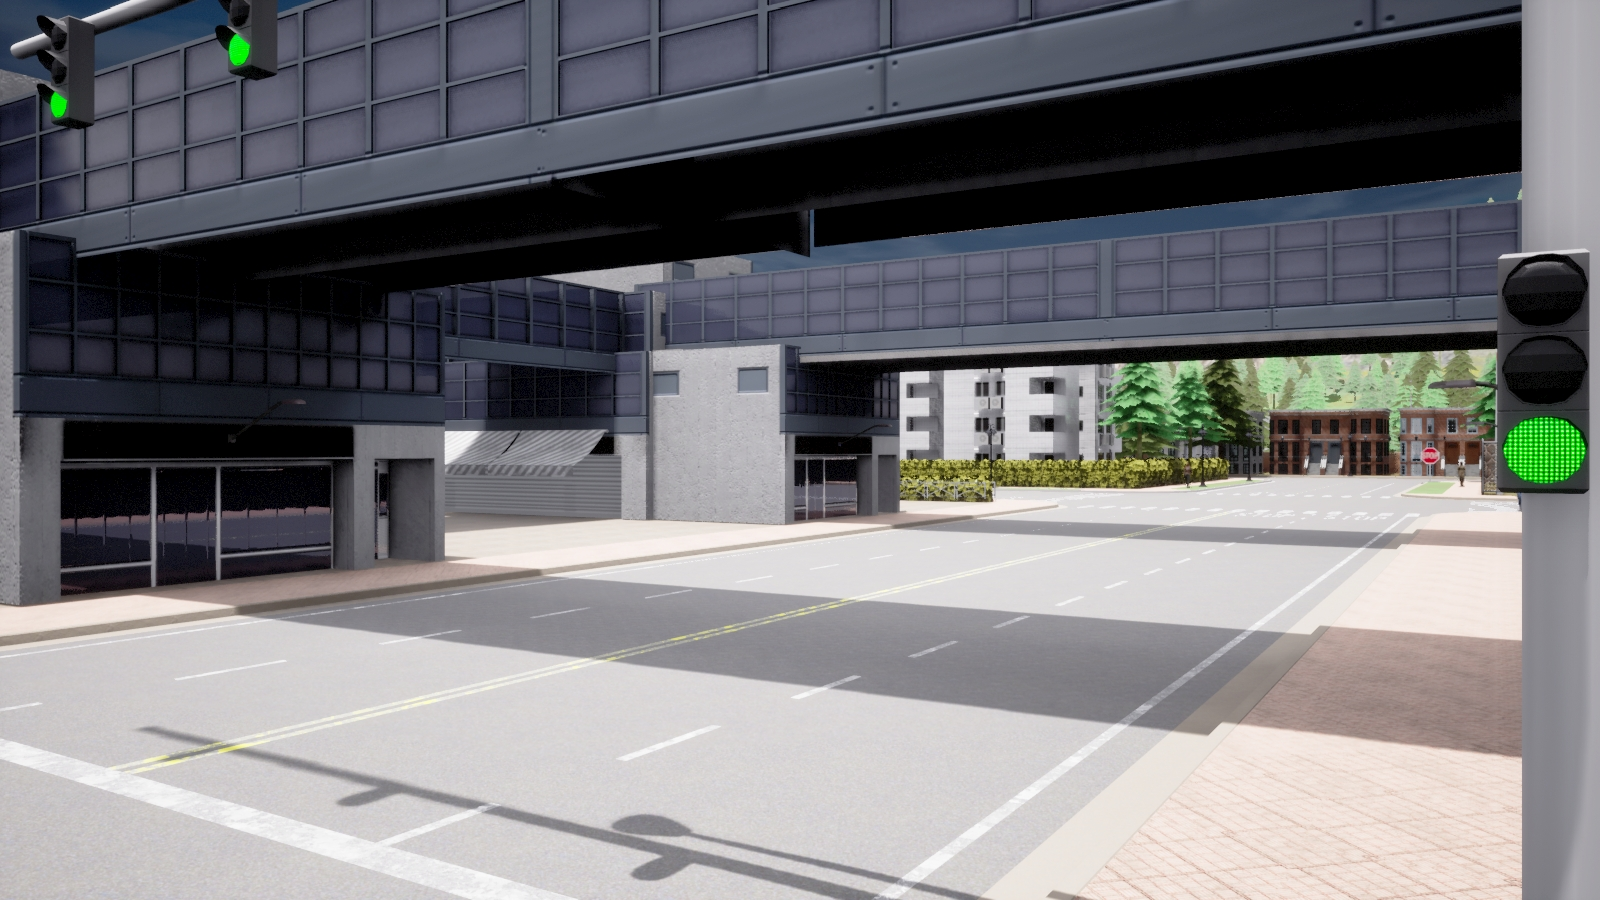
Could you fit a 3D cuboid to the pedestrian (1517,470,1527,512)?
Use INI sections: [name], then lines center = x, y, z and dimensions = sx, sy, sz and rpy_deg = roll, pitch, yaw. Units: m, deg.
[pedestrian]
center = 32.760, 1.849, 51.810
dimensions = 0.375, 1.860, 0.375
rpy_deg = 0, 0, 31
